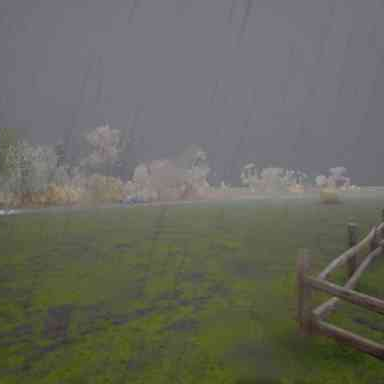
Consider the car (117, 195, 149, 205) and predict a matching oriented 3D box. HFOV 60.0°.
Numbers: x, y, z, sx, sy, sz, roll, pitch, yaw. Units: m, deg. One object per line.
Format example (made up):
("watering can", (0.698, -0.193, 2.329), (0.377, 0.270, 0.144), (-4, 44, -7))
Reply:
("car", (-8.837, 1.158, 50.546), (2.033, 1.411, 5.357), (0, 1, 36))
